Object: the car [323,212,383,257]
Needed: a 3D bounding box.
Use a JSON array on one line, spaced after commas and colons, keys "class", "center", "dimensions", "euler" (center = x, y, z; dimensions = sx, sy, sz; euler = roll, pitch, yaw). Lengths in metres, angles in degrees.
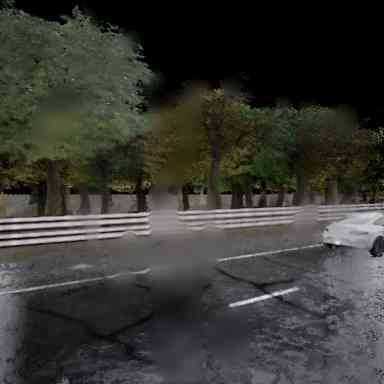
[{"class": "car", "center": [6.940, 1.506, 12.742], "dimensions": [4.674, 1.442, 1.812], "euler": [0, 0, -34]}]
